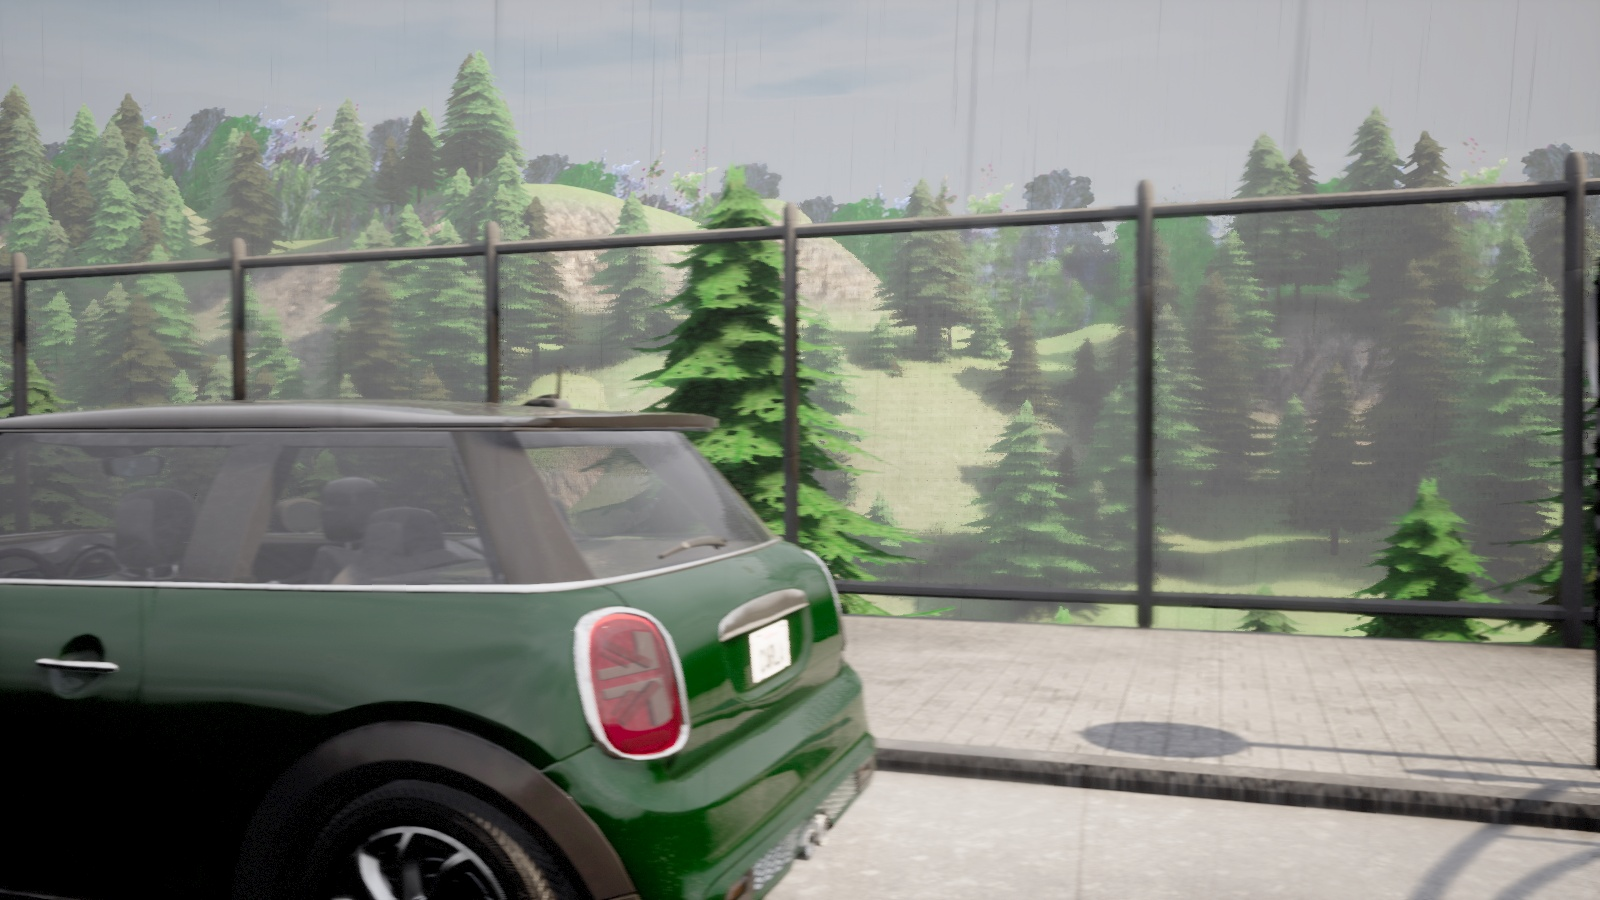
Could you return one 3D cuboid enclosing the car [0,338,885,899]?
[{"bbox_3d":[-2.174,0.606,4.450,4.553,1.767,2.097,1,1,19],"label":"car"}]
